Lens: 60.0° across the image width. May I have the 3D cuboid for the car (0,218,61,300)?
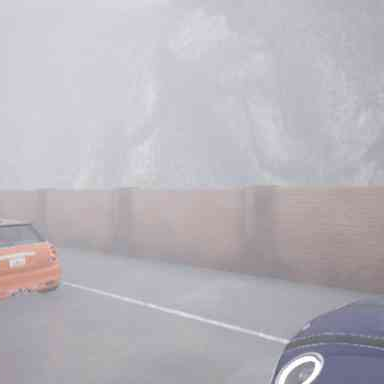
[{"bbox_3d":[-5.075,1.375,7.618,4.553,1.767,2.097,0,0,36],"label":"car"}]

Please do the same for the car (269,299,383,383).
[{"bbox_3d":[2.779,1.348,2.047,4.553,1.767,2.097,0,0,35],"label":"car"}]
